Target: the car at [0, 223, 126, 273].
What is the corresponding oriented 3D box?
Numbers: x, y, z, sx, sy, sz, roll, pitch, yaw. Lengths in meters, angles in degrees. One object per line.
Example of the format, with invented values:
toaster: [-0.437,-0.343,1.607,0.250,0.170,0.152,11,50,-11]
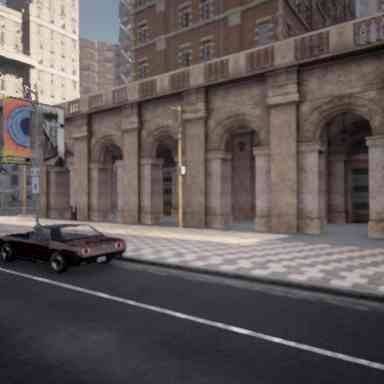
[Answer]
car: [-4.474,1.702,11.054,4.718,1.301,1.895,-1,0,35]
